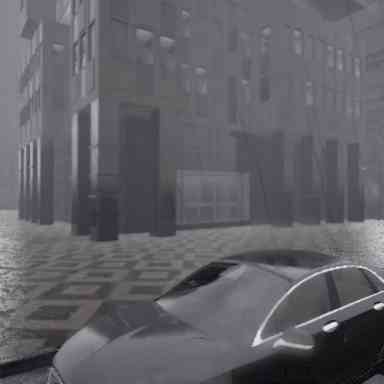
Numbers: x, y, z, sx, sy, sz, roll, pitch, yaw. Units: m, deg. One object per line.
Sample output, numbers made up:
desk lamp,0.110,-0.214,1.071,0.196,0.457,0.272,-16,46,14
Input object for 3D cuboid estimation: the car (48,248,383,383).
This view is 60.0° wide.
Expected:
car,0.901,1.535,4.012,4.892,1.490,1.837,1,0,-35
